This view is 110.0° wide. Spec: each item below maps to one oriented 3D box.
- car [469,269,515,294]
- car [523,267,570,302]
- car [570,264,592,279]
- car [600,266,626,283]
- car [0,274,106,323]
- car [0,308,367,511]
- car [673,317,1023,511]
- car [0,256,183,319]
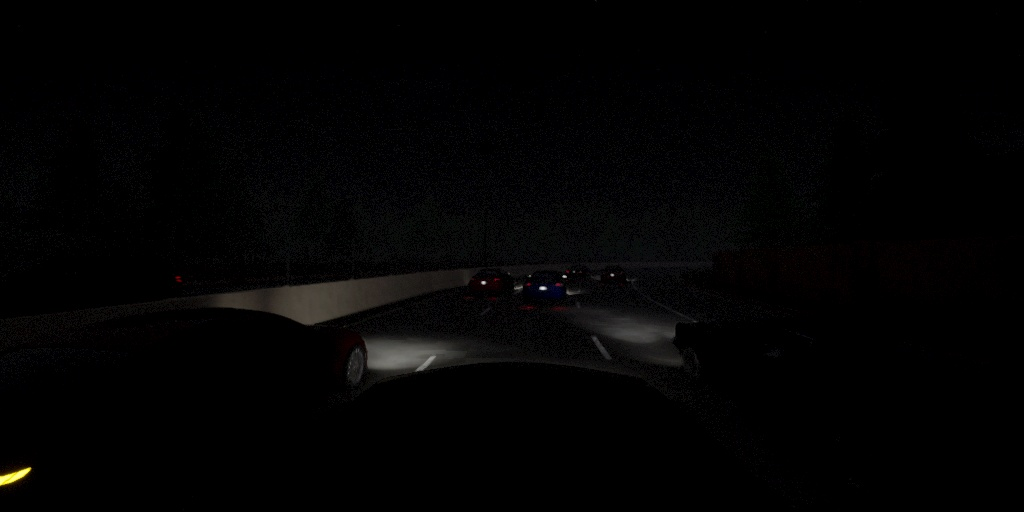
[{"bbox_3d":[-1.118,1.444,21.475,1.994,1.385,4.181,0,0,12],"label":"car"},{"bbox_3d":[1.712,1.422,17.880,1.994,1.385,4.181,0,0,10],"label":"car"},{"bbox_3d":[6.636,1.526,35.370,2.033,1.411,5.357,0,0,22],"label":"car"},{"bbox_3d":[8.697,1.514,30.674,1.994,1.385,4.181,0,0,19],"label":"car"},{"bbox_3d":[-17.007,1.403,11.967,1.994,1.385,4.181,0,0,6],"label":"car"},{"bbox_3d":[-3.282,1.287,3.851,1.812,1.442,4.674,0,0,2],"label":"car"},{"bbox_3d":[3.701,1.371,4.193,1.895,1.301,4.718,0,0,2],"label":"car"},{"bbox_3d":[-13.567,1.020,11.091,2.150,2.045,5.566,0,-1,5],"label":"car"}]
